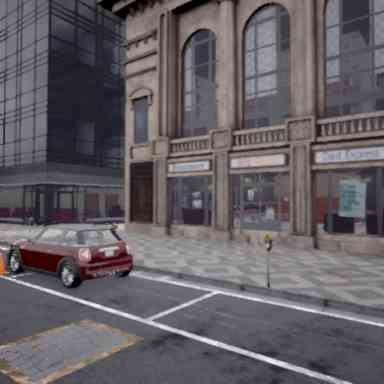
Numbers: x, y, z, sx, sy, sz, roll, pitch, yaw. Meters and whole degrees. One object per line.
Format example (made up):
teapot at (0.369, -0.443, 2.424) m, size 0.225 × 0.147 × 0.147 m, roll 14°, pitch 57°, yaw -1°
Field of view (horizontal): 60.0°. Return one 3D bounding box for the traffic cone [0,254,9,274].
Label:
traffic cone at (-5.746, 2.154, 10.028) m, size 0.340 × 0.580 × 0.340 m, roll -1°, pitch -2°, yaw 38°

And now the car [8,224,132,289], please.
car at (-3.724, 1.649, 9.899) m, size 4.097 × 1.590 × 1.967 m, roll -1°, pitch -2°, yaw 37°
